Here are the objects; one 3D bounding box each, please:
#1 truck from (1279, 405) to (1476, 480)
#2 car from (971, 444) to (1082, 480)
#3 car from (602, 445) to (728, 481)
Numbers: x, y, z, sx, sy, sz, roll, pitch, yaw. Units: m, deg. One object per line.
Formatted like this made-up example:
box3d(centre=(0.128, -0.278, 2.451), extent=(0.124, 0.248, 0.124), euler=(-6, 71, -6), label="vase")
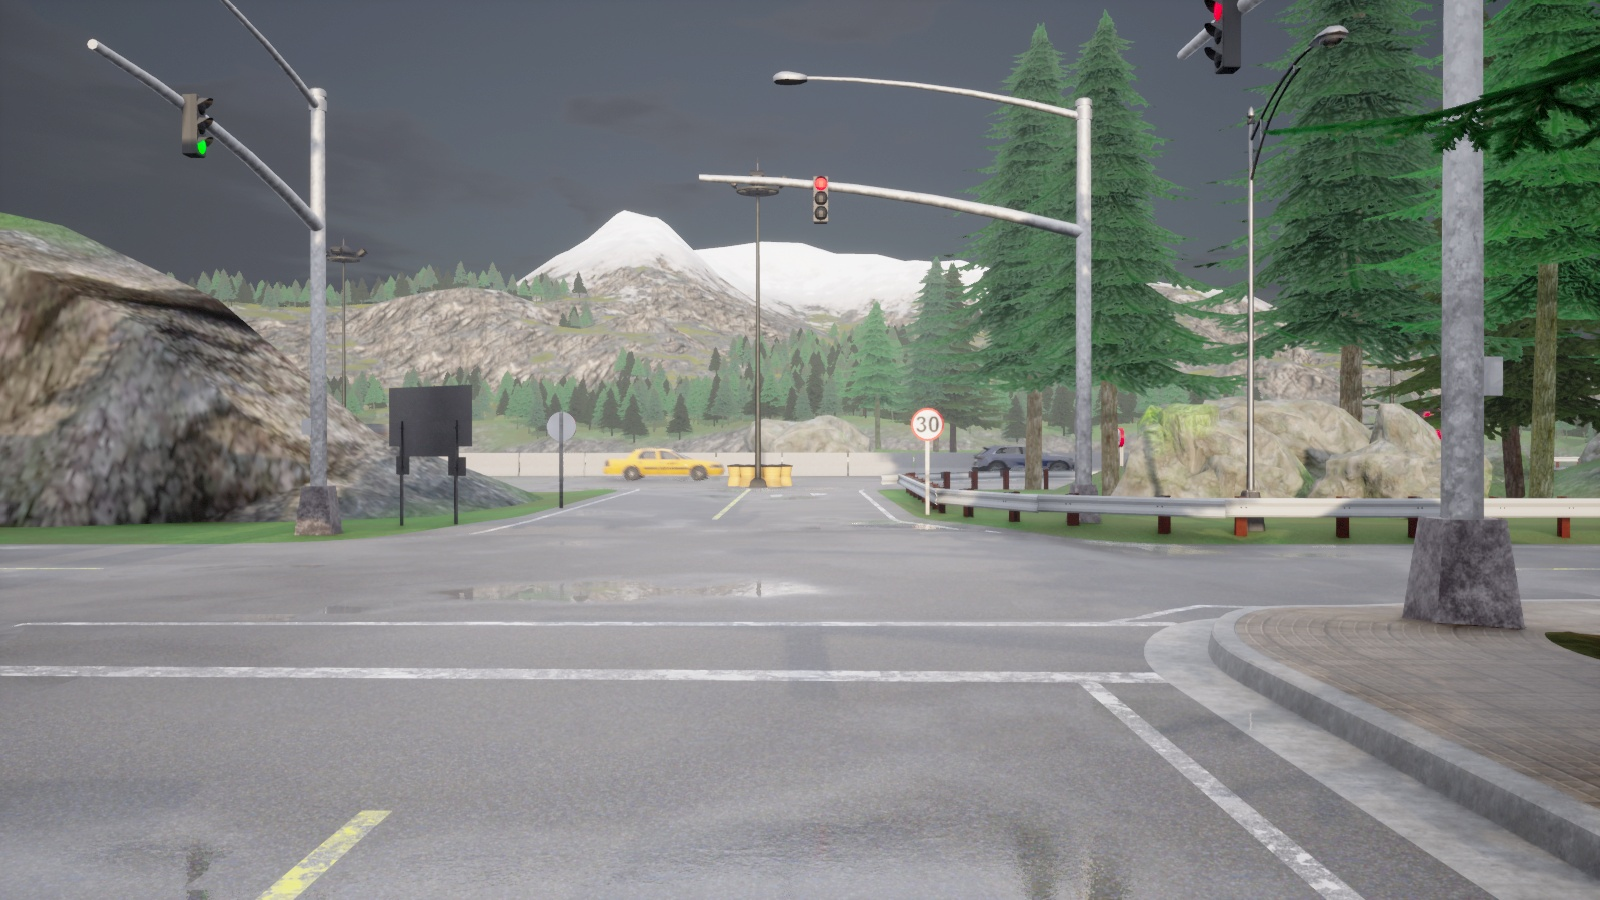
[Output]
box3d(centre=(27.032, -0.351, 59.024), extent=(7.936, 3.462, 2.891), euler=(0, 0, 0), label="truck")
box3d(centre=(10.617, 0.549, 59.106), extent=(4.856, 1.649, 2.033), euler=(0, 0, 0), label="car")
box3d(centre=(-5.951, 0.562, 55.724), extent=(5.366, 1.575, 1.801), euler=(0, 0, 0), label="car")
